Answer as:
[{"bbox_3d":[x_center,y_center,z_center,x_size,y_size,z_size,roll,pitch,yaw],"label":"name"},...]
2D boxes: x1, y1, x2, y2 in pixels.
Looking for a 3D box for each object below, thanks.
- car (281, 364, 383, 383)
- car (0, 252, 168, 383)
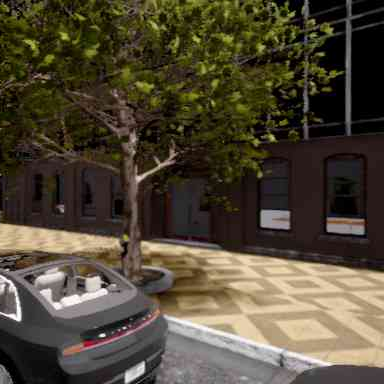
[{"bbox_3d":[2.296,1.560,1.238,4.403,1.369,2.008,1,0,36],"label":"car"},{"bbox_3d":[-2.337,1.517,4.544,4.403,1.369,2.008,1,0,36],"label":"car"}]
